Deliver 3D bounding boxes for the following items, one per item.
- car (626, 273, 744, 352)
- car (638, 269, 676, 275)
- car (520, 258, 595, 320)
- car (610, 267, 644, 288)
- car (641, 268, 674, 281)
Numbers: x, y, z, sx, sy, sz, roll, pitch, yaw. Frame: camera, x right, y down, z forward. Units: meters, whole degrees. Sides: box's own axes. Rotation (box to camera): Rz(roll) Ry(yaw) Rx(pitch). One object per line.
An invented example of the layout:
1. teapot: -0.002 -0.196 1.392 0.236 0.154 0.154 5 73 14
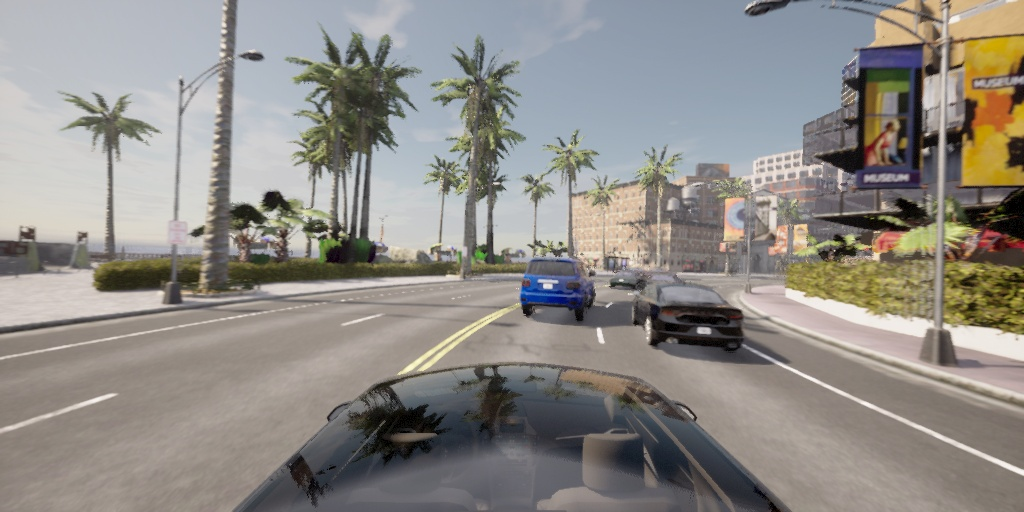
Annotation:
1. car: 4.499 1.443 9.885 1.882 1.535 5.008 2 -1 12
2. car: 9.621 1.787 22.540 2.033 1.411 5.357 2 -1 30
3. car: 1.929 1.131 13.960 2.150 2.045 5.566 1 -1 17
4. car: 9.316 1.842 28.501 1.994 1.385 4.181 2 -1 34
5. car: 17.844 2.250 43.892 4.181 1.385 1.994 2 -1 -42
